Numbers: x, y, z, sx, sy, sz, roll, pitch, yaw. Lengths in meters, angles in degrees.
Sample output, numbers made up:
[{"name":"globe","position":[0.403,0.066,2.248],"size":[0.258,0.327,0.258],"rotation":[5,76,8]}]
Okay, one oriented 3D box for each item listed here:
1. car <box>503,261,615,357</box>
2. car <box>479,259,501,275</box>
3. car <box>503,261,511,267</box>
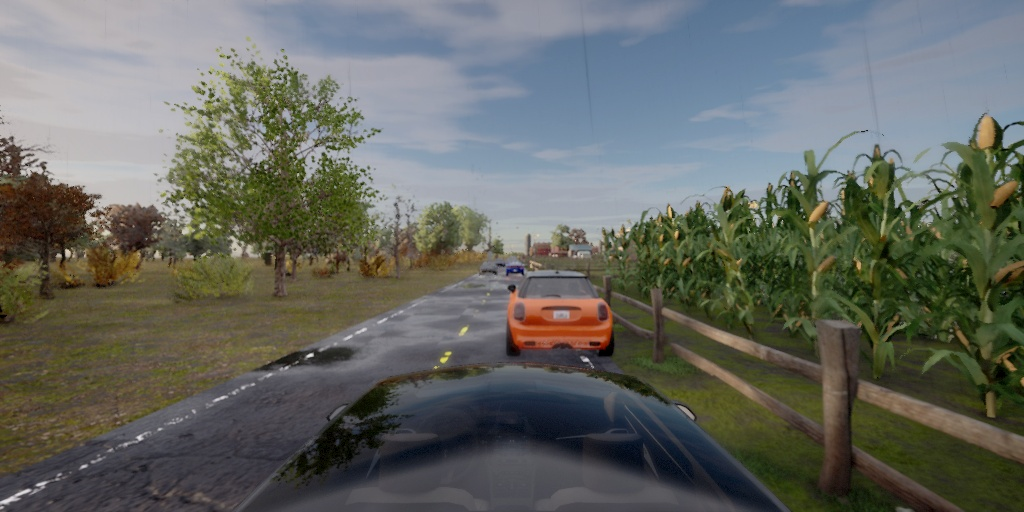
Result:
[{"name":"car","position":[0.962,1.124,8.811],"size":[2.097,1.767,4.553],"rotation":[0,0,1]},{"name":"car","position":[-2.572,1.362,40.160],"size":[1.837,1.490,4.892],"rotation":[0,0,0]},{"name":"car","position":[0.353,1.330,38.878],"size":[1.882,1.535,5.008],"rotation":[0,0,1]}]
